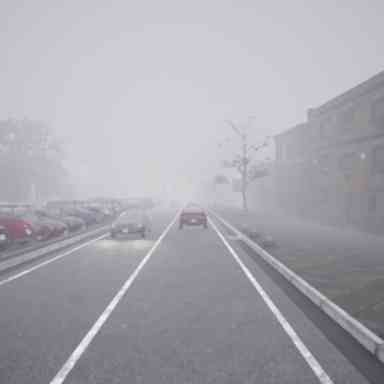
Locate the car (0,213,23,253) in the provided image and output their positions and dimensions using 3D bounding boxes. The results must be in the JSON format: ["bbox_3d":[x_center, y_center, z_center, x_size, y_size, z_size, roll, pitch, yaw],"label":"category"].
[{"bbox_3d":[-8.918,1.624,11.538,4.792,1.488,2.163,0,-1,0],"label":"car"}]

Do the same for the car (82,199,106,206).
[{"bbox_3d":[-22.086,2.278,75.236,4.892,1.521,2.231,0,0,0],"label":"car"}]

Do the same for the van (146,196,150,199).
[{"bbox_3d":[-9.081,1.833,50.784,4.442,1.987,1.878,0,-1,0],"label":"van"}]

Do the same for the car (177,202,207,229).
[{"bbox_3d":[0.086,1.746,24.086,1.882,1.535,5.008,0,-1,0],"label":"car"}]

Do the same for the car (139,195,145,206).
[{"bbox_3d":[-8.915,1.675,39.572,5.566,2.045,2.435,0,-1,0],"label":"car"}]

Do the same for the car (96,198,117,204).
[{"bbox_3d":[-22.120,2.322,86.338,4.892,1.521,2.231,0,0,0],"label":"car"}]

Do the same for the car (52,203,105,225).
[{"bbox_3d":[-8.905,1.727,22.751,5.008,1.535,2.097,0,-1,0],"label":"car"}]

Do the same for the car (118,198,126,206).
[{"bbox_3d":[-8.895,1.701,31.161,4.553,1.767,2.185,0,-1,0],"label":"car"}]

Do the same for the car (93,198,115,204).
[{"bbox_3d":[-22.113,2.310,83.562,5.008,1.535,2.097,0,0,0],"label":"car"}]

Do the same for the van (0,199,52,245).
[{"bbox_3d":[-8.777,1.401,14.344,4.442,1.987,1.878,0,-1,0],"label":"van"}]

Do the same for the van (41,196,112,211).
[{"bbox_3d":[-8.799,1.534,25.556,4.442,1.987,1.878,0,-1,0],"label":"van"}]

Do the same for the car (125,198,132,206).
[{"bbox_3d":[-8.901,1.734,33.964,4.553,1.767,2.185,0,-1,0],"label":"car"}]

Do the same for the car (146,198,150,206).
[{"bbox_3d":[-8.953,2.026,47.978,4.892,1.521,2.231,0,-1,0],"label":"car"}]

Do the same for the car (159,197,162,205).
[{"bbox_3d":[-9.027,2.263,67.607,4.792,1.488,2.163,0,0,0],"label":"car"}]

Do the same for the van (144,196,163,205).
[{"bbox_3d":[-9.136,2.064,78.823,4.442,1.987,1.878,0,0,0],"label":"van"}]

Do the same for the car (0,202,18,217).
[{"bbox_3d":[-22.022,1.891,36.369,4.892,1.521,2.231,0,-1,0],"label":"car"}]

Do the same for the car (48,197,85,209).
[{"bbox_3d":[-22.088,1.901,58.577,5.566,2.045,2.435,0,-1,0],"label":"car"}]

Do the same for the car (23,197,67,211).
[{"bbox_3d":[-22.072,1.803,50.251,5.566,2.045,2.435,0,-1,0],"label":"car"}]

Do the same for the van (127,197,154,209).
[{"bbox_3d":[-9.098,1.932,59.191,4.442,1.987,1.878,0,-1,0],"label":"van"}]

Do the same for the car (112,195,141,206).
[{"bbox_3d":[-8.909,1.641,36.769,5.566,2.045,2.435,0,-1,0],"label":"car"}]

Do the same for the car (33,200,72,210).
[{"bbox_3d":[-22.235,2.084,53.023,5.366,1.575,1.946,0,-1,0],"label":"car"}]

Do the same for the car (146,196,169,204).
[{"bbox_3d":[-9.007,2.072,87.234,5.566,2.045,2.435,0,0,0],"label":"car"}]

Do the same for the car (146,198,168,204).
[{"bbox_3d":[-8.845,2.309,84.429,5.366,1.575,1.946,0,0,0],"label":"car"}]

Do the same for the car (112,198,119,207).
[{"bbox_3d":[-8.953,1.667,28.358,4.553,1.767,2.185,0,-1,0],"label":"car"}]

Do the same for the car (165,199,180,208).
[{"bbox_3d":[-3.327,2.164,60.516,1.837,1.490,4.892,0,0,1],"label":"car"}]

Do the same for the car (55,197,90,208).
[{"bbox_3d":[-22.036,1.929,61.354,5.566,2.045,2.435,0,-1,0],"label":"car"}]

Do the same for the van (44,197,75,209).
[{"bbox_3d":[-22.171,1.894,55.800,4.442,1.987,1.878,0,-1,0],"label":"van"}]

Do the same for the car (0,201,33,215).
[{"bbox_3d":[-21.837,1.919,39.146,5.366,1.575,1.946,0,-1,0],"label":"car"}]

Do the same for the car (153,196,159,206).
[{"bbox_3d":[-8.948,1.874,56.391,5.566,2.045,2.435,0,-1,0],"label":"car"}]

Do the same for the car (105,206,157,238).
[{"bbox_3d":[-3.372,1.737,19.191,1.812,1.442,4.674,0,-1,0],"label":"car"}]

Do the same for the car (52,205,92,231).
[{"bbox_3d":[-8.876,1.723,19.947,4.792,1.488,2.163,0,-1,0],"label":"car"}]

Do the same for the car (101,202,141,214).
[{"bbox_3d":[-8.946,1.999,42.372,4.674,1.452,2.002,0,-1,0],"label":"car"}]

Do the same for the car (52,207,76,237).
[{"bbox_3d":[-8.870,1.690,17.144,4.792,1.488,2.163,0,-1,0],"label":"car"}]

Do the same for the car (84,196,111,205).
[{"bbox_3d":[-22.068,2.036,78.011,5.566,2.045,2.435,0,0,0],"label":"car"}]

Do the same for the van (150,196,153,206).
[{"bbox_3d":[-9.087,1.866,53.587,4.442,1.987,1.878,0,-1,0],"label":"van"}]

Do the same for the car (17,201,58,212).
[{"bbox_3d":[-22.009,2.050,47.472,4.792,1.488,2.163,0,-1,0],"label":"car"}]

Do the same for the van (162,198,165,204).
[{"bbox_3d":[-8.892,2.040,73.214,4.442,1.987,1.878,0,0,0],"label":"van"}]

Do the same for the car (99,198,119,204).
[{"bbox_3d":[-22.148,2.362,89.112,4.792,1.488,2.163,0,0,0],"label":"car"}]
